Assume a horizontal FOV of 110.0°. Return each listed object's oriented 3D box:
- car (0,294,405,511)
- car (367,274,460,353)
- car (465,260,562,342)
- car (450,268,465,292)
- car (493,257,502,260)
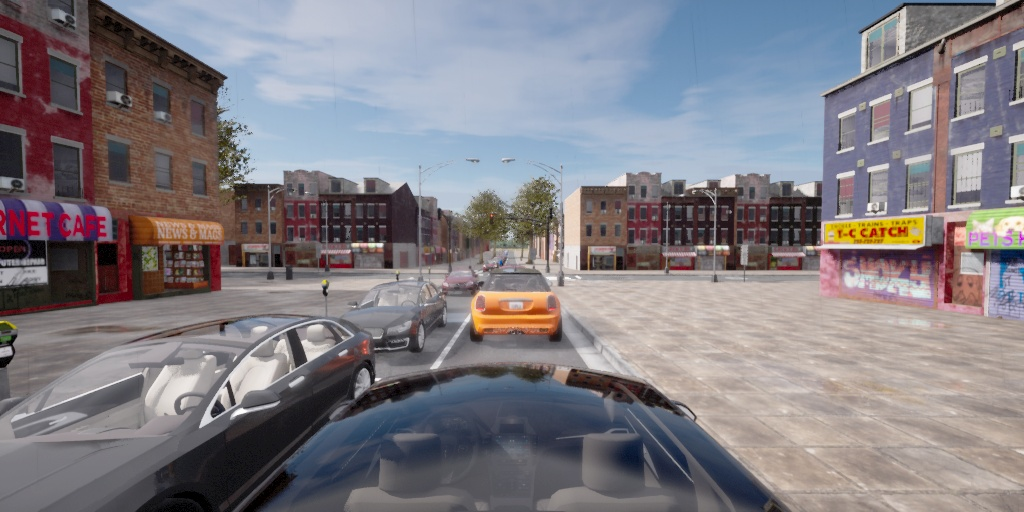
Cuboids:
[{"bbox_3d":[-2.643,1.300,3.183,2.007,1.370,4.403,0,0,0],"label":"car"},{"bbox_3d":[-2.652,1.299,8.632,2.007,1.370,4.403,0,0,0],"label":"car"},{"bbox_3d":[0.085,1.101,9.941,2.097,1.767,4.553,0,0,0],"label":"car"},{"bbox_3d":[-2.671,1.337,19.526,1.802,1.307,4.207,0,0,0],"label":"car"},{"bbox_3d":[-2.719,1.246,46.301,1.967,1.591,4.097,0,0,0],"label":"car"}]
